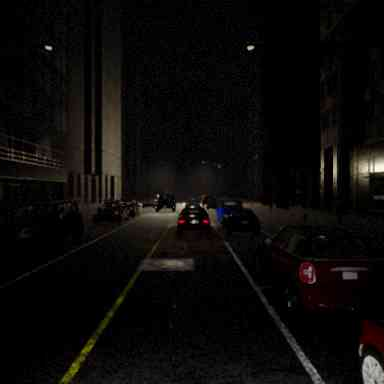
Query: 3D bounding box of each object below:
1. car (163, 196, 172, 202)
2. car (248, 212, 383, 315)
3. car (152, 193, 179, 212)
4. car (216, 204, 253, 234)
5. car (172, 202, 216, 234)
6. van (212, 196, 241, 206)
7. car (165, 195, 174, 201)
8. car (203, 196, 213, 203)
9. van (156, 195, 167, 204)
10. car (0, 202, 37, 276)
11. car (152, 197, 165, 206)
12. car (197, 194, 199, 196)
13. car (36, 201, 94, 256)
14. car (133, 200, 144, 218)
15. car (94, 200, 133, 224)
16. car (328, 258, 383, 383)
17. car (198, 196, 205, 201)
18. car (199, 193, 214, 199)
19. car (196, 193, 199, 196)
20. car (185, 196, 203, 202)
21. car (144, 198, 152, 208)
[{"bbox_3d":[-5.852,1.660,80.871,1.802,1.307,4.206,0,0,0],"label":"car"},{"bbox_3d":[2.668,1.438,7.539,1.967,1.590,4.097,0,0,0],"label":"car"},{"bbox_3d":[-2.997,1.232,39.279,2.150,2.045,5.566,0,0,0],"label":"car"},{"bbox_3d":[2.669,1.562,18.817,1.947,1.339,4.313,0,0,0],"label":"car"},{"bbox_3d":[0.101,1.545,19.202,2.033,1.411,5.357,0,0,0],"label":"car"},{"bbox_3d":[2.668,1.341,24.456,1.690,1.788,3.998,0,0,0],"label":"van"},{"bbox_3d":[-5.852,1.519,86.512,1.967,1.590,4.097,0,0,0],"label":"car"},{"bbox_3d":[2.670,1.552,41.581,1.752,1.417,4.829,0,0,1],"label":"car"},{"bbox_3d":[-5.855,1.409,63.952,1.690,1.788,3.998,0,0,0],"label":"van"},{"bbox_3d":[-5.857,1.313,7.554,2.192,1.841,5.009,0,0,0],"label":"car"},{"bbox_3d":[-5.856,1.584,58.140,1.752,1.417,4.829,0,0,0],"label":"car"},{"bbox_3d":[2.673,1.627,75.208,2.008,1.369,4.403,0,0,0],"label":"car"},{"bbox_3d":[-5.857,1.312,13.193,2.192,1.841,5.009,0,0,0],"label":"car"},{"bbox_3d":[-5.856,1.446,30.111,1.967,1.590,4.097,0,0,0],"label":"car"},{"bbox_3d":[-5.857,1.440,24.472,1.967,1.590,4.097,0,0,0],"label":"car"},{"bbox_3d":[2.668,1.544,1.900,1.887,1.381,4.507,0,0,0],"label":"car"},{"bbox_3d":[2.674,1.660,92.126,1.802,1.307,4.206,0,0,0],"label":"car"},{"bbox_3d":[2.670,1.365,52.649,2.192,1.841,5.009,0,0,0],"label":"car"},{"bbox_3d":[2.674,1.519,86.486,1.967,1.590,4.097,0,0,0],"label":"car"},{"bbox_3d":[0.103,1.554,42.804,1.812,1.442,4.674,0,0,0],"label":"car"},{"bbox_3d":[-5.863,1.562,46.827,1.752,1.417,4.829,0,0,1],"label":"car"}]
